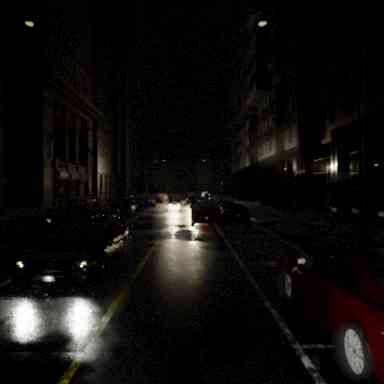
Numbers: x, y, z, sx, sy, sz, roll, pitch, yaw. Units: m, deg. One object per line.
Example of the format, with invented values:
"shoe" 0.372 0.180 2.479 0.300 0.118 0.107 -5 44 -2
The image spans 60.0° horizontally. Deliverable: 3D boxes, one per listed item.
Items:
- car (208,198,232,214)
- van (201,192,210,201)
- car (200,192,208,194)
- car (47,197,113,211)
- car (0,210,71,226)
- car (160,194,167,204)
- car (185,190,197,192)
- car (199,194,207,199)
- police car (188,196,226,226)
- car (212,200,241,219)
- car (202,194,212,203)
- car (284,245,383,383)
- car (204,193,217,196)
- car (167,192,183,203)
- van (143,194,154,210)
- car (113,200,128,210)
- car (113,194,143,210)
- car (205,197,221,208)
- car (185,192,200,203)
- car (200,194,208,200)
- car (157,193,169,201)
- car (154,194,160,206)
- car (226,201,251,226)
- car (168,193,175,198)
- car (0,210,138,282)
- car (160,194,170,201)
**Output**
"car" 2.757 1.343 33.258 2.008 1.369 4.403 0 0 0
"van" 2.749 0.942 66.869 1.690 1.788 3.998 0 0 0
"car" 2.753 1.010 50.063 2.192 1.841 5.009 0 0 0
"car" -5.763 1.210 16.437 2.192 1.841 5.009 0 0 0
"car" -5.763 1.496 10.837 1.947 1.339 4.313 0 0 0
"car" -5.773 1.104 55.650 1.967 1.590 4.097 0 0 0
"car" -0.020 0.622 78.800 2.150 2.045 5.566 0 0 0
"car" 2.745 1.090 83.677 1.802 1.307 4.206 0 0 0
"police car" 0.854 1.286 22.011 1.930 1.638 5.238 0 0 0
"car" 2.758 1.392 27.657 1.947 1.339 4.313 0 0 0
"car" 2.750 1.156 61.438 1.752 1.417 4.829 0 0 0
"car" 2.764 1.511 5.249 1.887 1.381 4.507 0 0 0
"car" 2.756 1.200 38.860 1.967 1.590 4.097 0 0 0
"car" -3.032 1.170 58.986 1.812 1.442 4.674 0 0 0
"van" -5.769 1.101 38.843 1.690 1.788 3.998 0 0 0
"car" -5.765 1.442 22.040 1.802 1.307 4.206 0 0 0
"car" -5.766 1.141 27.641 2.192 1.841 5.009 0 0 0
"car" 2.754 1.309 44.463 1.802 1.307 4.206 0 0 0
"car" -0.013 1.163 56.685 1.837 1.490 4.892 0 0 0
"car" 2.746 1.120 78.075 1.802 1.307 4.206 0 0 0
"car" -5.776 1.041 66.853 1.967 1.590 4.097 0 0 0
"car" -5.771 1.254 44.276 1.752 1.417 4.829 0 0 0
"car" 2.760 1.426 22.055 1.947 1.339 4.313 0 0 0
"car" -5.783 0.974 94.691 1.752 1.417 4.829 0 0 0
"car" -3.101 1.484 9.857 2.033 1.411 5.357 0 0 0
"car" -5.778 1.152 72.455 1.802 1.307 4.206 0 0 0
